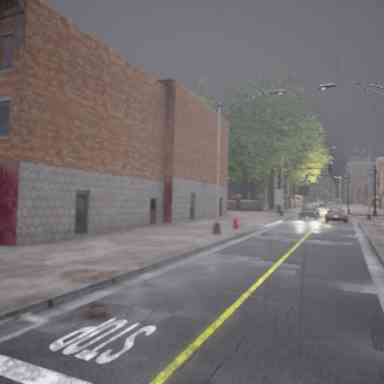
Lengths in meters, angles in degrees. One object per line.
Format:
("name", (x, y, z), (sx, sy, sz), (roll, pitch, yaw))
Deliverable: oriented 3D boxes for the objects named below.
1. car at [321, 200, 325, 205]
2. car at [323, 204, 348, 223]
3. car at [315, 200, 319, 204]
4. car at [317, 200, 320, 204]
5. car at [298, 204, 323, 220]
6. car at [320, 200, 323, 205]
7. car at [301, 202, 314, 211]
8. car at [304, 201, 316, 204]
("car", (32.899, 3.117, 87.491), (2.192, 1.841, 5.009), (2, 0, 24))
("car", (14.053, 2.219, 32.327), (1.994, 1.385, 4.181), (1, -1, 25))
("car", (24.011, 2.881, 67.584), (2.008, 1.369, 4.403), (2, 0, 24))
("car", (26.231, 3.010, 72.560), (1.947, 1.339, 4.313), (2, 0, 24))
("car", (12.734, 2.285, 36.109), (1.895, 1.301, 4.718), (1, -1, 25))
("car", (30.670, 3.262, 82.512), (1.802, 1.307, 4.206), (2, 0, 24))
("car", (21.863, 2.748, 62.892), (1.752, 1.417, 4.829), (2, 0, 24))
("car", (21.080, 2.733, 61.080), (2.008, 1.369, 4.403), (2, 0, 24))
